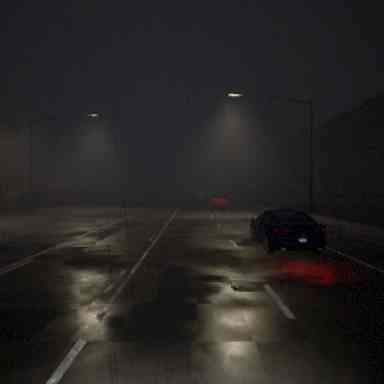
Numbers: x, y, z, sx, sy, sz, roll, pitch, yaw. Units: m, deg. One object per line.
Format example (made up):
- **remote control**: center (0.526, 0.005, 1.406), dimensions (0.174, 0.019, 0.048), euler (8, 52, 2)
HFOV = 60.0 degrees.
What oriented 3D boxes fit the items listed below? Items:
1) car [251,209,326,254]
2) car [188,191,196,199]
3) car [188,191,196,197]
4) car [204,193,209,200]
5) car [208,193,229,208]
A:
- **car**: center (3.600, 1.407, 13.261), dimensions (1.882, 1.535, 5.008), euler (0, 0, 0)
- **car**: center (-0.005, 0.845, 75.987), dimensions (2.033, 1.411, 5.357), euler (0, 2, 0)
- **car**: center (-0.005, 0.554, 86.151), dimensions (1.812, 1.442, 4.674), euler (0, 2, 0)
- **car**: center (3.595, 0.984, 69.578), dimensions (1.812, 1.442, 4.674), euler (0, 1, 0)
- **car**: center (3.597, 1.122, 43.260), dimensions (2.097, 1.767, 4.553), euler (0, 0, 0)
